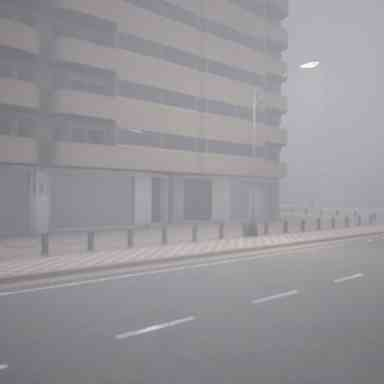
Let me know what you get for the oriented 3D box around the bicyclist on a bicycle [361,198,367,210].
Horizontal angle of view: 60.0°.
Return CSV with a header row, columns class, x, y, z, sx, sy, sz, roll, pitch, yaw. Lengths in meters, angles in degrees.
class,x,y,z,sx,sy,sz,roll,pitch,yaw
bicyclist on a bicycle,25.233,1.775,48.791,1.656,1.620,0.582,0,0,-35
